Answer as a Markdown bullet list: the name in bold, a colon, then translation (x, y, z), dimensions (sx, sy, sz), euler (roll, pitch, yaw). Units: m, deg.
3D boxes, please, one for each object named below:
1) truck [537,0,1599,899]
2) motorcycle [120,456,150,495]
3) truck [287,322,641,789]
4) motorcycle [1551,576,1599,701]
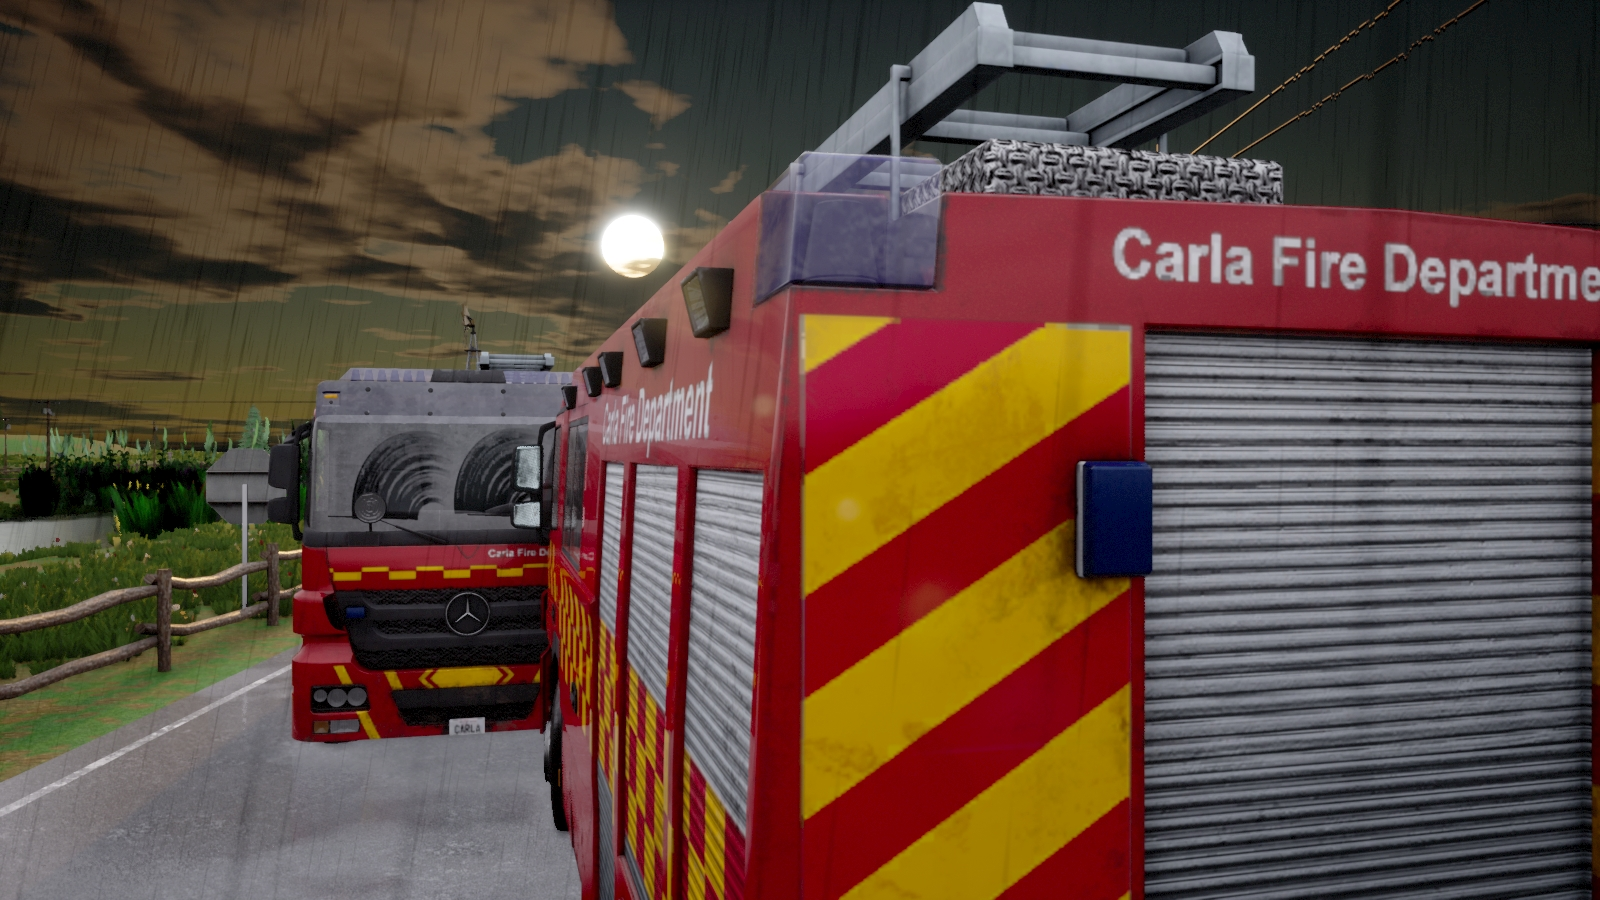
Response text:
- **truck**: translation (0.081, 0.867, 6.872), dimensions (2.891, 3.827, 8.468), euler (0, 0, -15)
- **motorcycle**: translation (-41.394, 1.577, 71.115), dimensions (0.803, 2.348, 2.033), euler (0, 0, -4)
- **truck**: translation (-3.921, 0.862, 13.838), dimensions (2.891, 3.827, 8.468), euler (0, 0, -15)
- **motorcycle**: translation (9.773, 2.142, 13.104), dimensions (1.805, 1.316, 0.856), euler (0, 0, -7)
